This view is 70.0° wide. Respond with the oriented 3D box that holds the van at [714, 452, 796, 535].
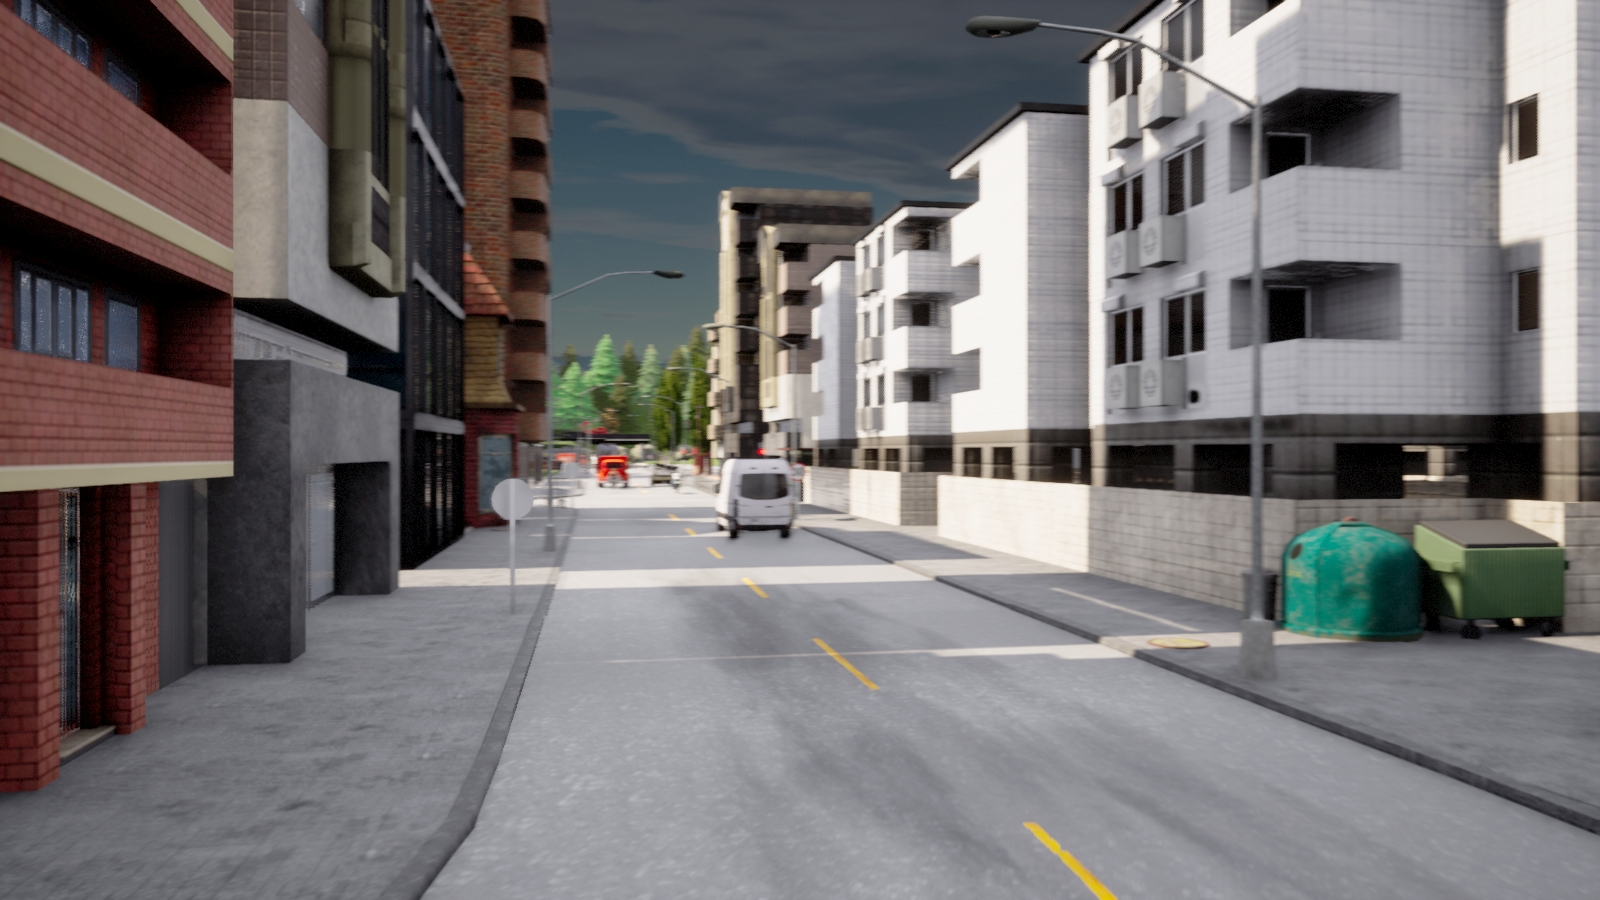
[{"bbox_3d":[-1.625,1.361,38.698,1.988,2.561,5.915,0,0,-10],"label":"van"}]
